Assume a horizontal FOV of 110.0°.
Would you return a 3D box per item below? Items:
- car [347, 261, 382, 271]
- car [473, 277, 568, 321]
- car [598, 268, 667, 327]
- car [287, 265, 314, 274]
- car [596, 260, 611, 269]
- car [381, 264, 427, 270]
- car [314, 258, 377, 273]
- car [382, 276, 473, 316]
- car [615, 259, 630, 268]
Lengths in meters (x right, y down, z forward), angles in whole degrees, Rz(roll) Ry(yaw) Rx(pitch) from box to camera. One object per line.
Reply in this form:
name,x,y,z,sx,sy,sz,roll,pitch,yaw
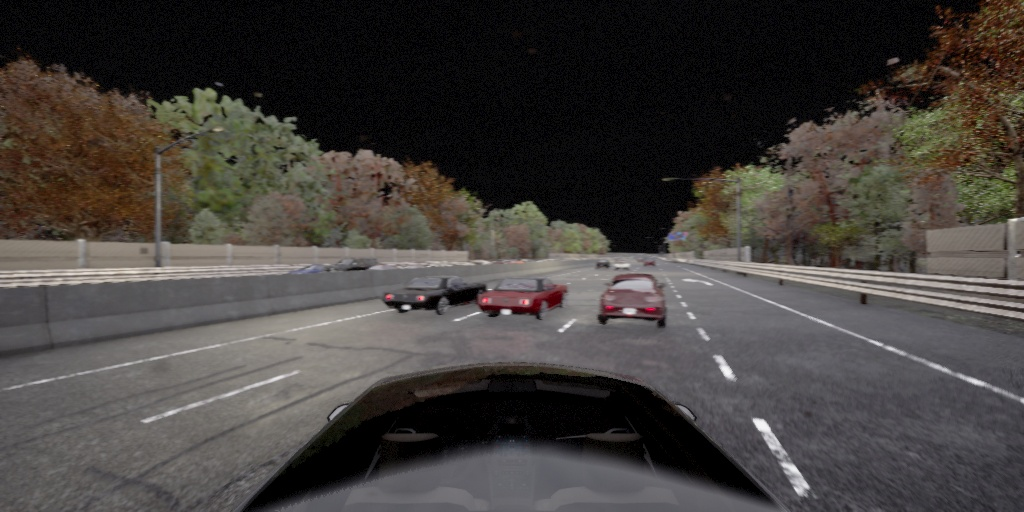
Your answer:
car,-11.294,1.439,30.525,1.812,1.442,4.674,0,0,22
car,0.633,1.384,12.763,1.895,1.301,4.718,0,0,21
car,3.927,1.285,11.572,1.812,1.442,4.674,0,0,21
car,-17.988,1.486,32.617,1.812,1.442,4.674,0,0,22
car,15.275,1.331,59.740,1.882,1.535,5.008,0,0,21
car,-8.076,1.415,29.149,1.812,1.442,4.674,0,0,22
car,-14.357,1.162,32.297,2.150,2.045,5.566,0,-1,22
car,-2.683,1.407,13.890,1.895,1.301,4.718,0,0,21
car,16.368,1.425,52.932,1.895,1.301,4.718,0,0,21
